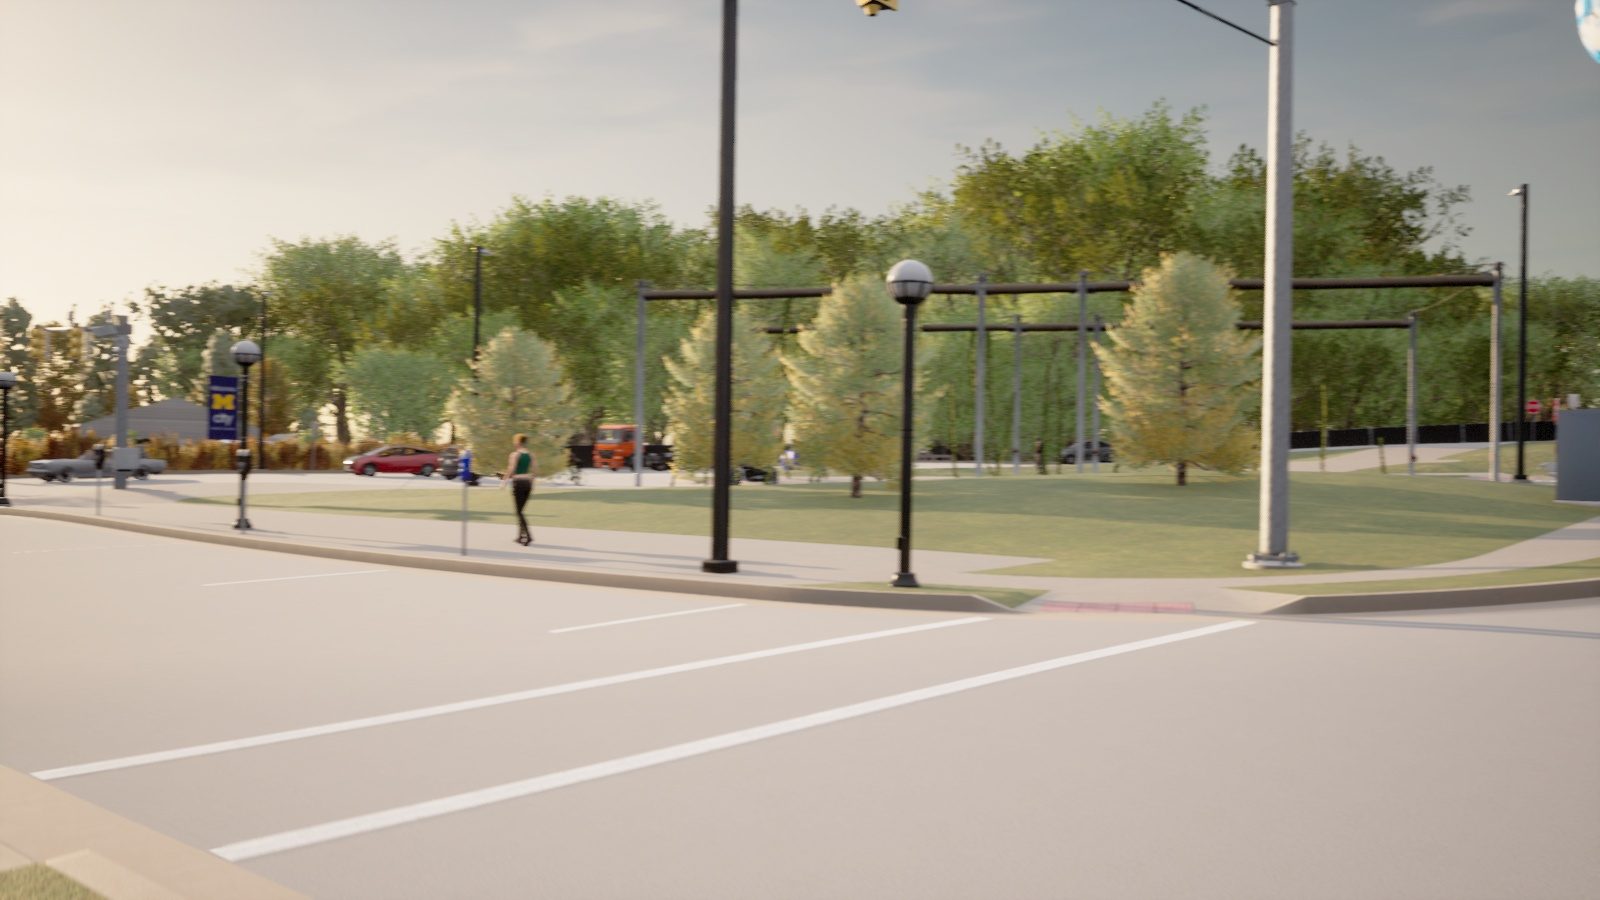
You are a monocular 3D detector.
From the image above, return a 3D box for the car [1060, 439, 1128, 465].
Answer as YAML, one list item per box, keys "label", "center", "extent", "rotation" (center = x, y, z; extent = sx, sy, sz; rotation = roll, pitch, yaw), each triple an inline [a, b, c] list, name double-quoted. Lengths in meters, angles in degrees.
- label: "car"
  center: [19.844, 0.149, 84.866]
  extent: [3.988, 1.617, 1.851]
  rotation: [-2, 0, -6]

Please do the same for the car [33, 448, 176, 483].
- label: "car"
  center: [-28.197, 0.605, 51.055]
  extent: [1.895, 1.301, 4.718]
  rotation: [1, 1, 40]

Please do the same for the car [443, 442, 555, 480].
- label: "car"
  center: [-14.025, 0.543, 58.706]
  extent: [2.242, 1.667, 4.611]
  rotation: [2, 0, 43]

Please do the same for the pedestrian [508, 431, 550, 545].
- label: "pedestrian"
  center: [-4.412, 0.611, 20.460]
  extent: [0.594, 1.836, 0.345]
  rotation: [1, 0, 40]

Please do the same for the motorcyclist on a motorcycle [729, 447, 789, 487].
- label: "motorcyclist on a motorcycle"
  center: [-1.717, 0.734, 52.563]
  extent: [2.350, 1.649, 0.766]
  rotation: [0, -1, 18]

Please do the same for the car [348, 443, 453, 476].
- label: "car"
  center: [-19.757, 0.493, 62.125]
  extent: [4.514, 1.525, 2.007]
  rotation: [1, 0, -36]

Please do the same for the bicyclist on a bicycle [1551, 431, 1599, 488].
- label: "bicyclist on a bicycle"
  center: [25.007, 0.289, 39.864]
  extent: [1.843, 1.776, 0.659]
  rotation: [-1, -1, 17]

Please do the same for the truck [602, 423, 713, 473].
- label: "truck"
  center: [-10.236, -0.156, 90.728]
  extent: [2.891, 3.462, 7.936]
  rotation: [1, 1, 44]

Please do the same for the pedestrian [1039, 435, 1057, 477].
- label: "pedestrian"
  center: [11.055, 0.264, 56.016]
  extent: [0.720, 1.854, 0.376]
  rotation: [1, 0, 14]
